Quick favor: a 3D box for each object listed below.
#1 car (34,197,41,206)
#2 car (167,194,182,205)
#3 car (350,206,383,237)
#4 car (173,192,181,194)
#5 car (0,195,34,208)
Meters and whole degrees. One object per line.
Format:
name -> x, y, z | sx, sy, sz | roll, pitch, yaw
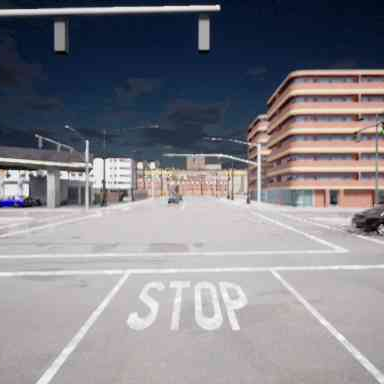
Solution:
car -> -23.989, 1.383, 48.122 | 3.806, 1.475, 1.970 | 0, 0, 1
car -> -3.195, 1.460, 57.251 | 2.033, 1.411, 5.357 | 0, 0, 0
car -> 10.911, 1.499, 17.359 | 4.892, 1.490, 1.837 | 0, 0, 1
car -> -3.236, 1.114, 73.234 | 2.150, 2.045, 5.566 | 0, 0, 0
car -> -23.277, 1.231, 42.370 | 4.611, 1.667, 2.242 | 0, 0, 1
